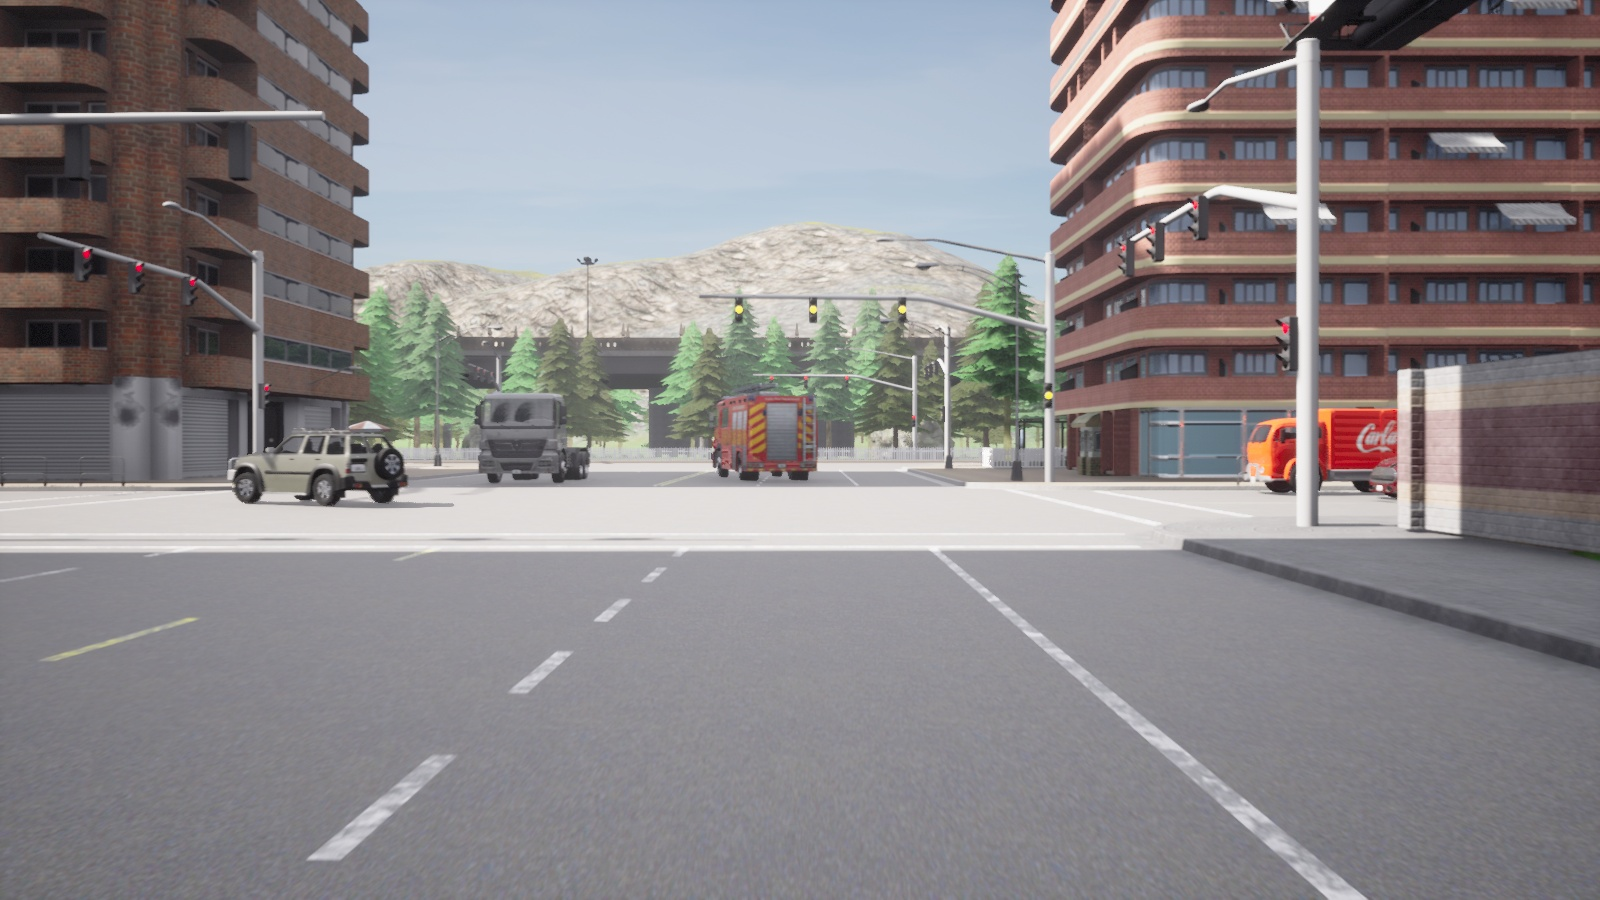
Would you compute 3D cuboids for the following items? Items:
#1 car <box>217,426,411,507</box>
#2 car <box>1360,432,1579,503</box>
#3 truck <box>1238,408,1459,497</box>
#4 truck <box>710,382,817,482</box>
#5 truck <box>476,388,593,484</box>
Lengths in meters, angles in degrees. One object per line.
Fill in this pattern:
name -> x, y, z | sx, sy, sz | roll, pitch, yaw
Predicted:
car -> -11.911, 0.380, 30.710 | 4.605, 1.855, 1.932 | 0, 0, 29
car -> 17.309, 0.435, 32.639 | 4.553, 1.767, 2.097 | 0, 0, 0
truck -> 15.660, 0.069, 36.137 | 5.204, 2.467, 2.627 | 0, 0, 0
truck -> -1.705, -0.717, 52.818 | 2.891, 3.827, 8.468 | 0, 0, -13
truck -> -10.202, -0.521, 49.146 | 2.891, 3.462, 7.936 | 0, 0, 0
